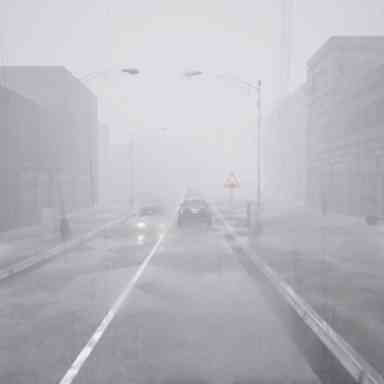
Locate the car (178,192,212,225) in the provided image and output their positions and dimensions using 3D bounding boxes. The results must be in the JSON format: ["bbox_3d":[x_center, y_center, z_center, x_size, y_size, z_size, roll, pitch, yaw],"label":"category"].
[{"bbox_3d":[0.169,1.137,22.266,2.097,1.767,4.553,0,2,0],"label":"car"}]

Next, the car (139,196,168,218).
[{"bbox_3d":[-3.014,1.094,26.718,1.882,1.535,5.008,0,2,0],"label":"car"}]

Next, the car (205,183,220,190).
[{"bbox_3d":[3.517,-1.251,68.940,2.033,1.411,5.357,2,2,44],"label":"car"}]

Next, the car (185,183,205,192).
[{"bbox_3d":[0.227,0.078,41.721,2.097,1.767,4.553,0,4,0],"label":"car"}]
